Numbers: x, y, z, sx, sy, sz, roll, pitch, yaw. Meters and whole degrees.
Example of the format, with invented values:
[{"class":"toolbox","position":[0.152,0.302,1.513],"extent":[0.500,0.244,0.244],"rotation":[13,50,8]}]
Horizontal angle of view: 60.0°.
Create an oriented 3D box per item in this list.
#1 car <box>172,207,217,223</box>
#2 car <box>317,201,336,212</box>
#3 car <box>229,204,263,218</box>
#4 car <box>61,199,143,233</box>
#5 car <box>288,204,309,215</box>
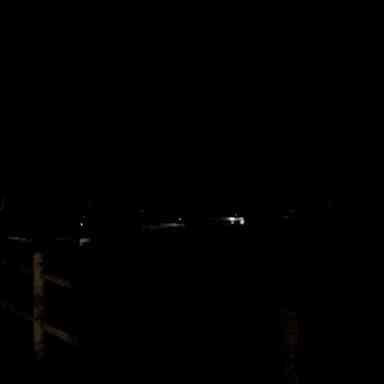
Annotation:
[{"class":"car","position":[0.284,2.011,29.792],"extent":[1.895,1.301,4.718],"rotation":[0,-1,36]},{"class":"car","position":[22.117,2.303,54.757],"extent":[2.097,1.767,4.553],"rotation":[-1,-1,38]},{"class":"car","position":[6.350,2.131,38.093],"extent":[2.033,1.411,5.357],"rotation":[0,-1,37]},{"class":"car","position":[-5.622,1.463,21.687],"extent":[2.150,2.045,5.566],"rotation":[0,-1,36]},{"class":"car","position":[14.032,2.243,43.670],"extent":[1.812,1.442,4.674],"rotation":[0,-1,36]}]
